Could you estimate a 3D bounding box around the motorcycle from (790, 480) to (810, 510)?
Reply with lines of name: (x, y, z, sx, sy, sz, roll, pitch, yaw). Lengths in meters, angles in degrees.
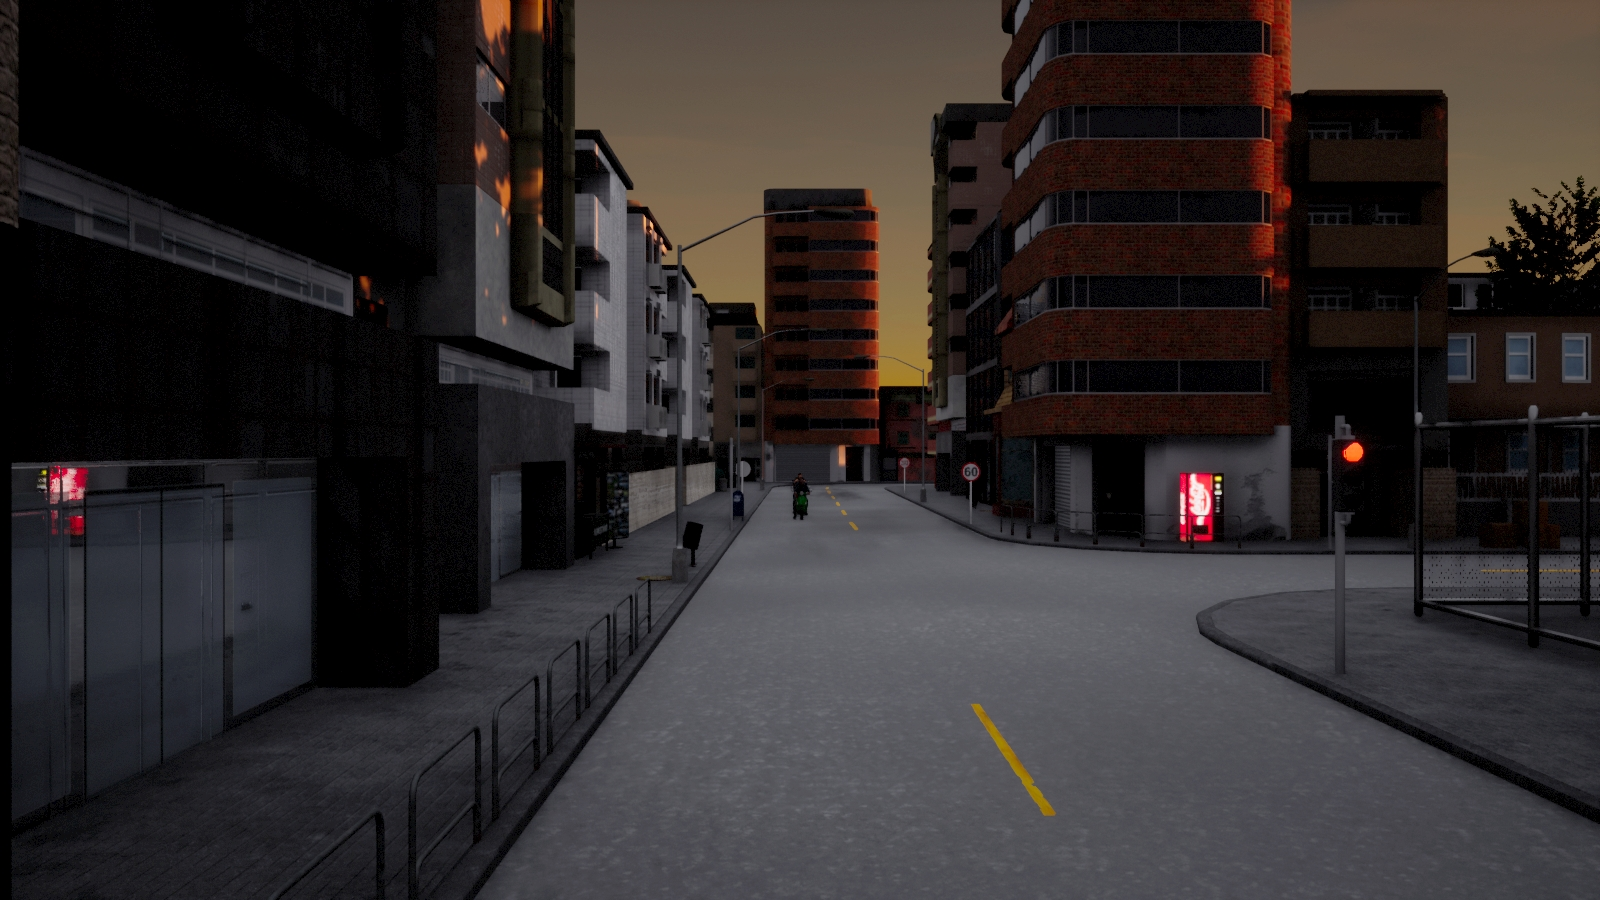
motorcycle: (0.019, 1.970, 50.389, 0.856, 1.236, 1.805, 0, 0, 0)

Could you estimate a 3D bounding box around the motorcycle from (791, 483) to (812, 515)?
motorcycle: (0.063, 1.970, 46.521, 0.856, 1.236, 1.805, 0, 0, 0)
